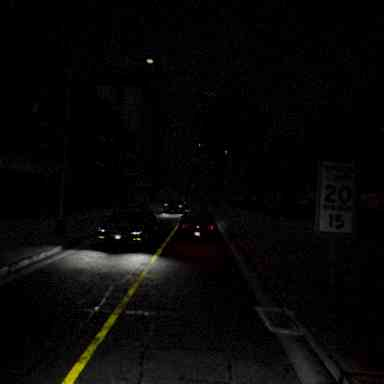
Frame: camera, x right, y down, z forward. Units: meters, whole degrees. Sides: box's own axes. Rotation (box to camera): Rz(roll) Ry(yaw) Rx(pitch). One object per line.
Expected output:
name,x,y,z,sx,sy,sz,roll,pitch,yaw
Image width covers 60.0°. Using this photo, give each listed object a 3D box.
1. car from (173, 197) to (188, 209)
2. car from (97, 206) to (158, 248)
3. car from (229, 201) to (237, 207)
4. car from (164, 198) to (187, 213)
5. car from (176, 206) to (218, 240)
car,-1.661,1.586,49.428,1.882,1.535,5.008,3,-1,1
car,-2.590,1.388,14.333,1.837,1.490,4.892,3,0,1
car,12.880,3.619,94.045,5.009,1.841,2.192,5,-2,2
car,-1.945,1.485,37.425,2.097,1.767,4.553,3,-1,1
car,0.328,1.679,17.796,1.895,1.301,4.718,3,0,1
